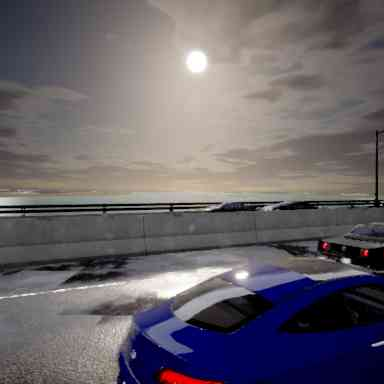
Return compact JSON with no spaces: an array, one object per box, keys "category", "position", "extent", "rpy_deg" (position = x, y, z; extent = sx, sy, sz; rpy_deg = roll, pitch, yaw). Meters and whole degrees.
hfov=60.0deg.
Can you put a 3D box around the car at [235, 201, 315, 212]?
[{"category":"car","position":[5.442,1.528,21.661],"extent":[4.674,1.442,1.812],"rpy_deg":[0,0,-26]}]

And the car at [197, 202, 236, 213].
[{"category":"car","position":[3.067,1.549,28.298],"extent":[5.357,1.411,2.033],"rpy_deg":[0,0,-26]}]

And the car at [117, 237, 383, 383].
[{"category":"car","position":[1.520,1.526,3.854],"extent":[4.674,1.442,1.812],"rpy_deg":[0,0,-27]}]

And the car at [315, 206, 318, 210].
[{"category":"car","position":[7.926,1.508,26.791],"extent":[4.892,1.490,1.837],"rpy_deg":[0,0,-26]}]

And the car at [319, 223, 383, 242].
[{"category":"car","position":[6.208,1.603,10.100],"extent":[4.718,1.301,1.895],"rpy_deg":[0,0,-26]}]
